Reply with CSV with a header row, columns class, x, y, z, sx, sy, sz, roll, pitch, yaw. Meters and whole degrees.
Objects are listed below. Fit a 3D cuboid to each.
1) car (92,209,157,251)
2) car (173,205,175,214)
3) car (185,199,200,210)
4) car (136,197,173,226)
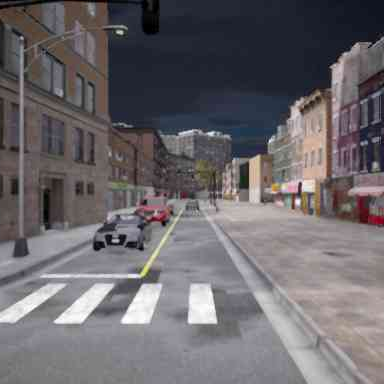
class,x,y,z,sx,sy,sz,roll,pitch,yaw
car,-2.850,1.646,14.404,1.994,1.385,4.181,0,0,0
car,-2.841,1.764,36.215,2.033,1.411,5.357,0,0,0
car,0.096,1.781,46.709,2.128,1.511,4.902,0,0,0
car,-2.848,1.368,24.880,2.150,2.045,5.566,0,0,0
